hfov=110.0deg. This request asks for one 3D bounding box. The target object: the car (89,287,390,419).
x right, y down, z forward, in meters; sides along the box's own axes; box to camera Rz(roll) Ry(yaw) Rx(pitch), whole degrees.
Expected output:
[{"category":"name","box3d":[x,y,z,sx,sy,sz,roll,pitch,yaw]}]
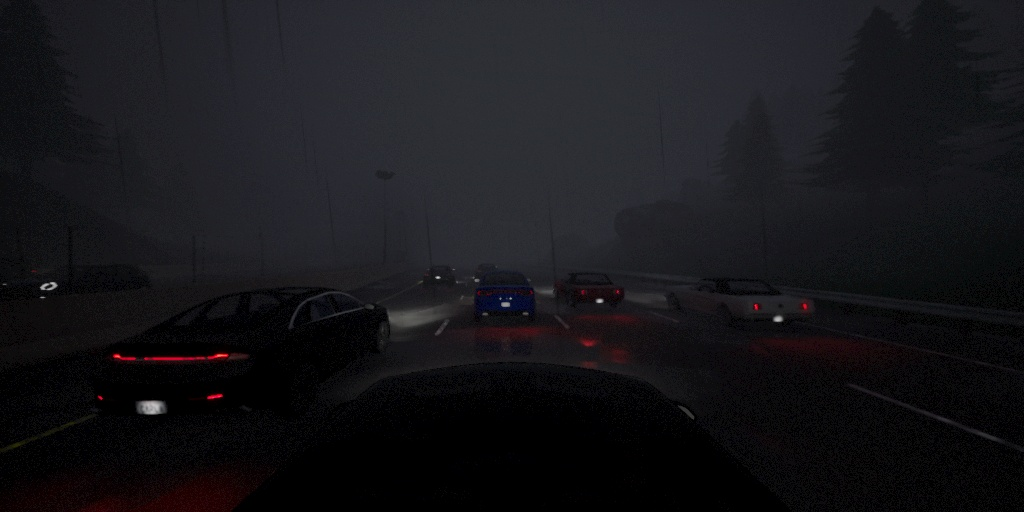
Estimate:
[{"category":"car","box3d":[-3.535,1.248,5.892,2.128,1.511,4.902,0,0,-1]}]

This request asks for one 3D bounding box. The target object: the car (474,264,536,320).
[{"category":"car","box3d":[-0.317,1.228,12.671,1.882,1.535,5.008,0,0,-3]}]

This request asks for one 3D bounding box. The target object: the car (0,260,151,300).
[{"category":"car","box3d":[-18.221,1.137,15.179,2.097,1.767,4.553,0,0,-5]}]

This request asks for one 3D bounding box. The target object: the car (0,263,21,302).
[{"category":"car","box3d":[-14.287,1.130,7.355,2.097,1.767,4.553,0,0,-2]}]

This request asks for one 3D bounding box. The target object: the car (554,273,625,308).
[{"category":"car","box3d":[3.037,1.345,15.238,1.895,1.301,4.718,0,0,-4]}]

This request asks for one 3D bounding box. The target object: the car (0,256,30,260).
[{"category":"car","box3d":[-25.285,1.021,16.070,2.150,2.045,5.566,0,0,-5]}]

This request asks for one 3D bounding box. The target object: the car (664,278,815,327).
[{"category":"car","box3d":[6.768,1.338,11.468,1.895,1.301,4.718,0,0,-3]}]

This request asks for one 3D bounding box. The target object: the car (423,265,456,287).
[{"category":"car","box3d":[-4.887,1.324,24.518,1.994,1.385,4.181,0,0,-7]}]
